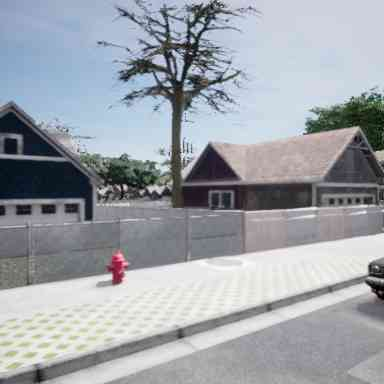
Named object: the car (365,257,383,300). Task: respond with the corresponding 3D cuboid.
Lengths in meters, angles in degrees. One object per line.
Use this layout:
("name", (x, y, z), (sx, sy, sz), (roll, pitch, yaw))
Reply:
("car", (5.739, 1.596, 7.157), (4.718, 1.301, 1.895), (0, 0, -35))
